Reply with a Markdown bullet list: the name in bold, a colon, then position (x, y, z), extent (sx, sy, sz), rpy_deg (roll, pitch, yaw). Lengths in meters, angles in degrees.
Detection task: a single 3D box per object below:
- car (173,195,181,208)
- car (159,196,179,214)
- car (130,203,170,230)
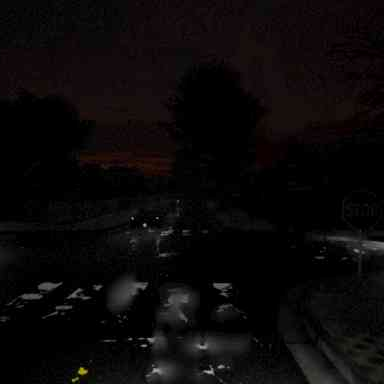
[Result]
- **car**: position (-2.655, 1.285, 47.073), extent (2.097, 1.767, 4.553), rpy_deg (0, 0, 0)
- **car**: position (-2.665, 1.507, 34.686), extent (1.812, 1.442, 4.674), rpy_deg (0, 0, 0)
- **car**: position (-2.708, 1.591, 21.383), extent (1.895, 1.301, 4.718), rpy_deg (0, 0, 0)
